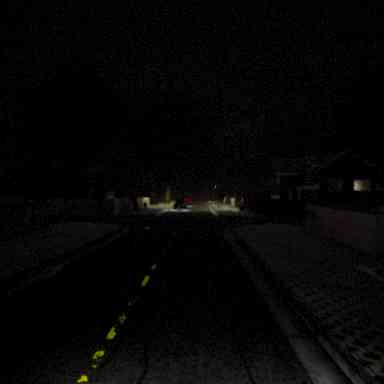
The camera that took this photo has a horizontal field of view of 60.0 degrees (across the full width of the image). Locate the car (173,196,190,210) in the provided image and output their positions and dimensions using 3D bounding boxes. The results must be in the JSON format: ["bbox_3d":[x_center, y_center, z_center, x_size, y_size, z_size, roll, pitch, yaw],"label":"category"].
[{"bbox_3d":[-1.676,1.720,47.857,1.837,1.490,4.892,0,0,2],"label":"car"}]

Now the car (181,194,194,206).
[{"bbox_3d":[-1.196,1.521,64.138,2.150,2.045,5.566,0,0,2],"label":"car"}]
